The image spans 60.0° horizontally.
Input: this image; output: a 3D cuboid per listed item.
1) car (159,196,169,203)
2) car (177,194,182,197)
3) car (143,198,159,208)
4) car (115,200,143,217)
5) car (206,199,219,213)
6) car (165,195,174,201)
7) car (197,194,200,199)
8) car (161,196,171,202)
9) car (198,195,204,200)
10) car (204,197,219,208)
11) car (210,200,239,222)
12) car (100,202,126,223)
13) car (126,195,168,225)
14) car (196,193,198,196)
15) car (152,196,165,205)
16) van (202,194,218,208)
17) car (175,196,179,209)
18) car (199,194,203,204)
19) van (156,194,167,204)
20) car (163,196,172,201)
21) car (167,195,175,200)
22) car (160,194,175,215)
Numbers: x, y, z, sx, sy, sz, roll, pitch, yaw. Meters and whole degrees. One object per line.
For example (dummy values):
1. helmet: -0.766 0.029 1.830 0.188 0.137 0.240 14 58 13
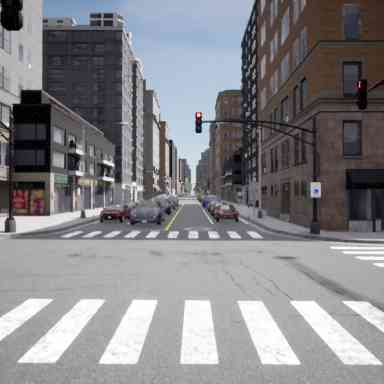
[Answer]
1. car: -5.973 1.609 71.365 1.802 1.307 4.206 1 0 0
2. car: -3.146 1.509 54.077 2.128 1.511 4.902 0 0 0
3. car: -5.934 1.596 48.674 1.802 1.307 4.206 1 0 0
4. car: -5.904 1.552 31.655 1.887 1.381 4.507 1 0 0
5. car: 2.621 1.589 31.661 1.802 1.307 4.206 1 0 0
6. car: -6.003 1.603 88.384 1.947 1.339 4.313 1 0 0
7. car: 2.552 1.593 71.374 1.947 1.339 4.313 1 0 0
8. car: -5.983 1.582 77.038 2.008 1.369 4.403 1 0 0
9. car: 2.514 1.565 94.238 1.752 1.417 4.829 1 0 0
10. car: 2.611 1.591 37.335 1.802 1.307 4.206 1 0 0
11. car: 2.631 1.588 25.988 1.802 1.307 4.206 1 0 0
12. car: -5.894 1.550 25.982 1.887 1.381 4.507 1 0 0
13. car: -3.138 1.358 24.079 2.097 1.767 4.553 0 0 0
14. car: 2.535 1.349 82.722 2.192 1.841 5.009 1 0 0
15. car: -5.952 1.461 60.019 1.967 1.590 4.097 1 0 0
16. van: 2.604 1.353 43.008 1.690 1.788 3.998 1 0 0
17. car: -3.159 1.576 43.844 1.994 1.385 4.181 0 0 1
18. car: 2.595 1.329 48.681 2.192 1.841 5.009 1 0 0
19. van: -5.961 1.365 65.692 1.690 1.788 3.998 1 0 0
20. car: -5.993 1.600 82.711 1.947 1.339 4.313 1 0 0
21. car: -6.012 1.585 94.056 1.887 1.381 4.507 1 0 0
22. car: -3.156 1.360 33.900 2.097 1.767 4.553 0 0 0
